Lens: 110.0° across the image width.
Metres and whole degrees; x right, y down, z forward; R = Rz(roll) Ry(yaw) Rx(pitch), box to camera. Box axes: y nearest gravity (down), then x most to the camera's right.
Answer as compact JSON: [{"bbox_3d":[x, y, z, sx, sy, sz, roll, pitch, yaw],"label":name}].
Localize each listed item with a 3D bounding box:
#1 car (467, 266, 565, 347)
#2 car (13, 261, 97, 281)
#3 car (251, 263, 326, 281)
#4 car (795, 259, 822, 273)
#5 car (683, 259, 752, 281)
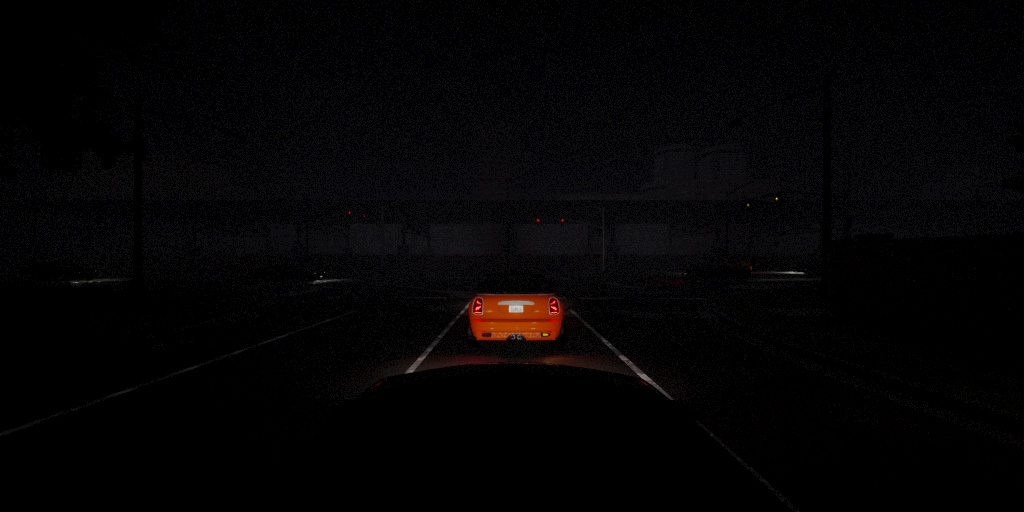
[{"bbox_3d":[0.083,1.103,9.471,2.097,1.767,4.553,0,0,0],"label":"car"},{"bbox_3d":[-37.688,1.227,29.914,5.008,1.535,1.882,0,0,2],"label":"car"},{"bbox_3d":[-18.230,1.297,29.347,5.357,1.411,2.033,0,0,1],"label":"car"},{"bbox_3d":[33.137,1.065,38.746,4.181,1.385,1.994,-1,0,1],"label":"car"},{"bbox_3d":[16.209,1.173,28.472,4.902,1.511,2.128,0,0,1],"label":"car"}]
